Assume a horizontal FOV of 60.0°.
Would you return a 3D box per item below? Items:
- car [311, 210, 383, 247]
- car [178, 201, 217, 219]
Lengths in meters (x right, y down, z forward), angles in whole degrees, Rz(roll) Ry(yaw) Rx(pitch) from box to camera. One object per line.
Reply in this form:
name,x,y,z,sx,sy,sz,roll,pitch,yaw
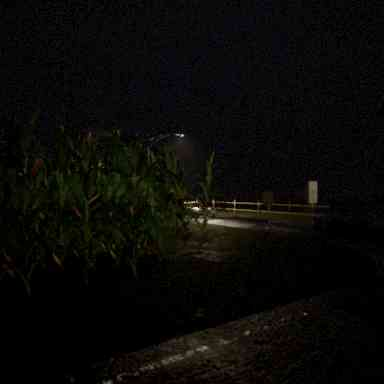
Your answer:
car,7.990,1.573,15.656,2.033,1.411,5.357,-1,0,-20
car,0.323,1.584,29.617,1.812,1.442,4.674,-1,0,-30
